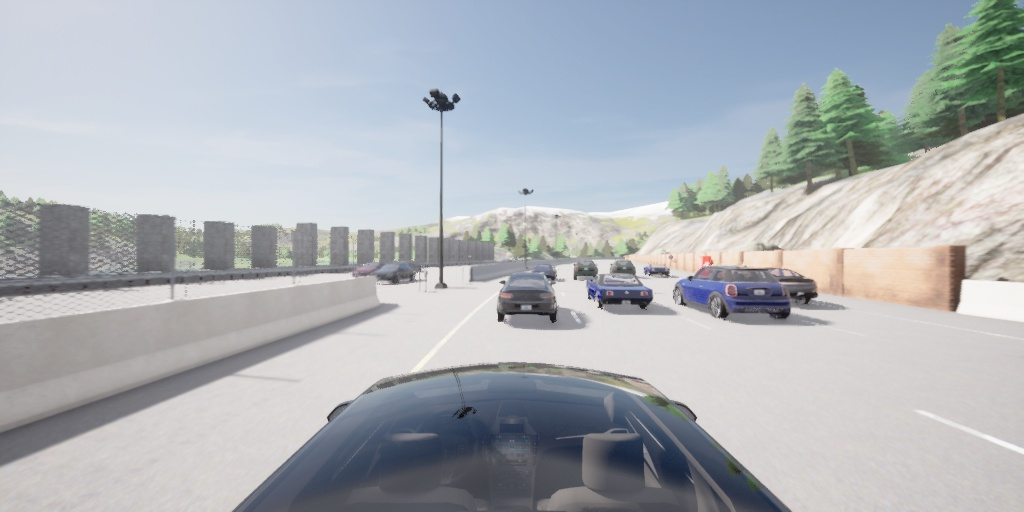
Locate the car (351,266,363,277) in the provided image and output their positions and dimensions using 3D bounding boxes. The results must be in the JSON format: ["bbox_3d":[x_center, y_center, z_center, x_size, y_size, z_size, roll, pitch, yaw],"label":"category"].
[{"bbox_3d":[-11.683,1.247,30.440,1.812,1.442,4.674,0,0,9],"label":"car"}]

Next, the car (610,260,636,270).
[{"bbox_3d":[10.675,1.127,34.755,2.097,1.767,4.553,0,0,11],"label":"car"}]

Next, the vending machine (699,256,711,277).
[{"bbox_3d":[19.468,0.992,36.123,1.100,2.100,0.880,0,0,13],"label":"vending machine"}]

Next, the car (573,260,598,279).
[{"bbox_3d":[6.606,1.117,32.260,2.097,1.767,4.553,0,0,10],"label":"car"}]

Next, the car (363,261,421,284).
[{"bbox_3d":[-8.731,1.254,26.556,1.812,1.442,4.674,0,0,8],"label":"car"}]

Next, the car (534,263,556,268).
[{"bbox_3d":[2.793,1.320,30.833,1.994,1.385,4.181,0,0,10],"label":"car"}]

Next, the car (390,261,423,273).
[{"bbox_3d":[-12.722,1.282,43.527,1.994,1.385,4.181,0,0,12],"label":"car"}]

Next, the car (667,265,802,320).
[{"bbox_3d":[7.619,1.120,12.968,2.097,1.767,4.553,0,0,4],"label":"car"}]

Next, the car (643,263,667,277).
[{"bbox_3d":[14.557,1.385,36.369,1.895,1.301,4.718,0,0,12],"label":"car"}]

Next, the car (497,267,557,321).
[{"bbox_3d":[0.542,1.277,12.341,1.812,1.442,4.674,0,0,3],"label":"car"}]

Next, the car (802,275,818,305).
[{"bbox_3d":[11.407,1.269,16.329,2.128,1.511,4.902,0,0,5],"label":"car"}]

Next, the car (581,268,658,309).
[{"bbox_3d":[4.237,1.361,14.940,1.895,1.301,4.718,0,0,5],"label":"car"}]
